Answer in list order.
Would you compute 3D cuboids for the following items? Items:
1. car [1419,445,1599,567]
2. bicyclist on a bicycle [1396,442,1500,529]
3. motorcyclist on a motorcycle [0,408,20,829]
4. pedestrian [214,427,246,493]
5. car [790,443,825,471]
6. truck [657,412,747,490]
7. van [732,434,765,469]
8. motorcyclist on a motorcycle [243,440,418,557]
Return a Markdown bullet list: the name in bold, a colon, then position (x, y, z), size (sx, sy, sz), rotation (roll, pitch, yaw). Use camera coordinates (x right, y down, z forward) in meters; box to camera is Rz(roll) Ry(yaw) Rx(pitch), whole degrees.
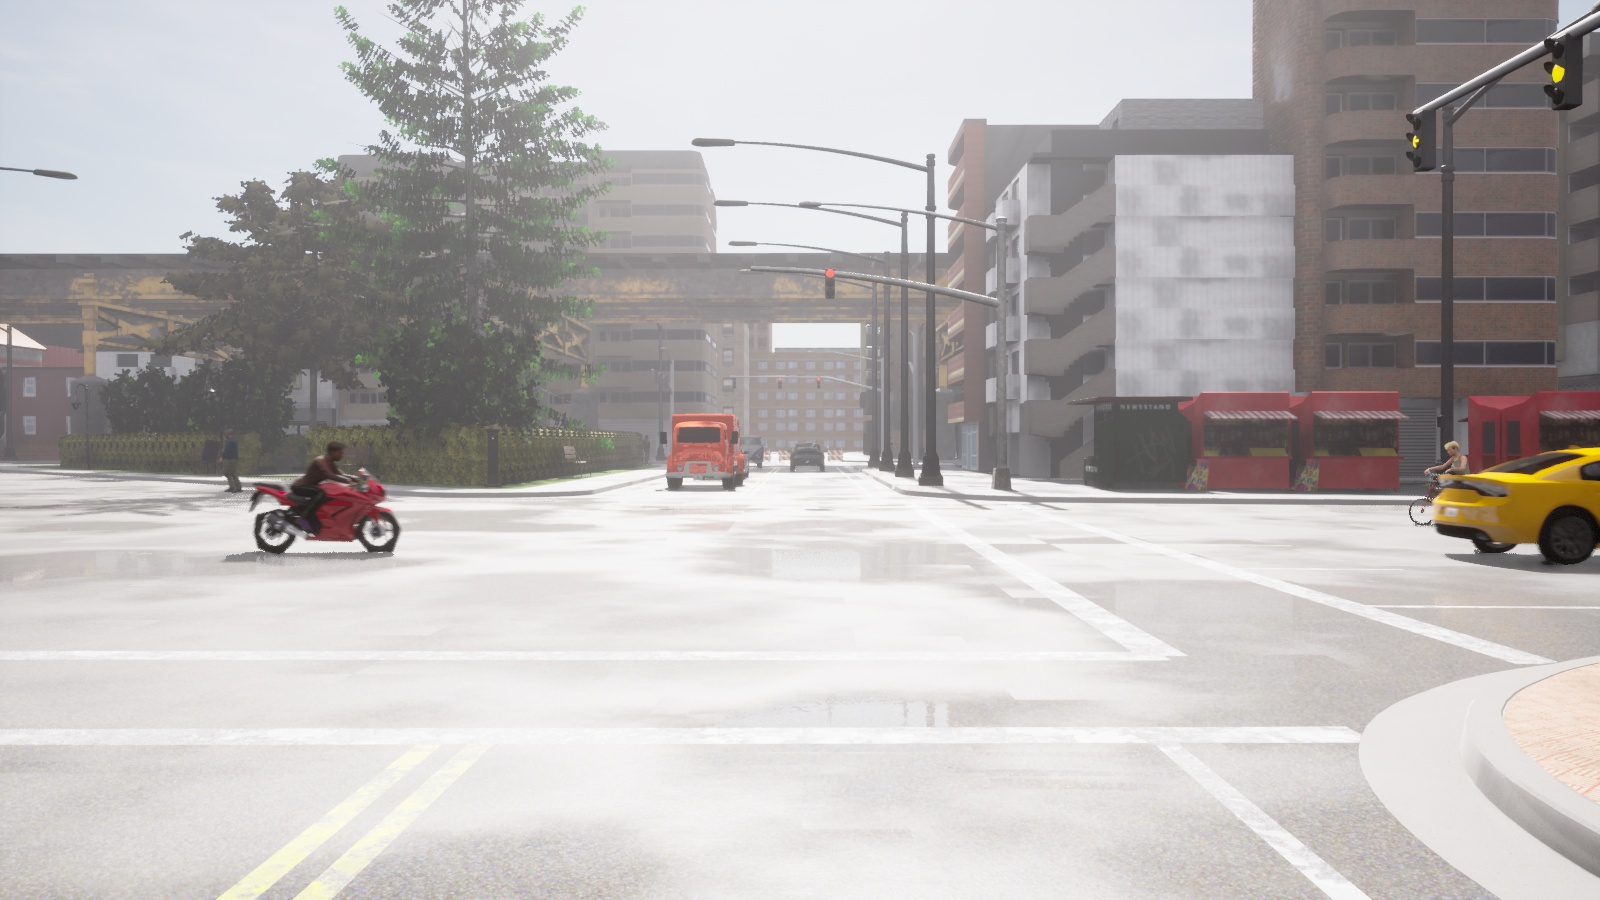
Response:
- **car**: position (11.311, 0.732, 16.897), size (5.008, 1.535, 1.882), rotation (1, 0, 0)
- **bicyclist on a bicycle**: position (12.324, 0.658, 23.903), size (1.509, 1.612, 0.866), rotation (1, 0, -1)
- **motorcyclist on a motorcycle**: position (-3.466, 0.672, 3.853), size (0.766, 1.649, 2.350), rotation (0, 1, -3)
- **pedestrian**: position (-16.196, 0.278, 35.684), size (0.726, 1.842, 0.402), rotation (0, 0, -6)
- **car**: position (0.406, 0.366, 68.269), size (1.837, 1.490, 4.892), rotation (0, 0, 0)
- **truck**: position (-3.240, 0.017, 42.607), size (2.627, 2.467, 5.204), rotation (0, 0, 0)
- **van**: position (-3.114, 0.074, 74.895), size (1.775, 1.987, 4.442), rotation (0, 0, -4)
- **motorcyclist on a motorcycle**: position (-6.274, 0.633, 16.859), size (2.044, 1.523, 0.797), rotation (0, 0, 0)
